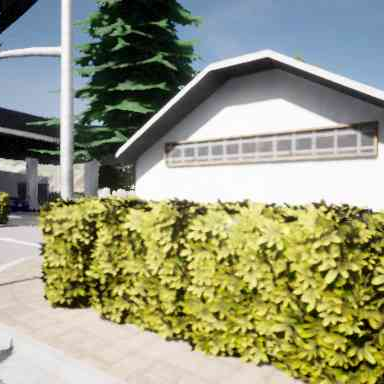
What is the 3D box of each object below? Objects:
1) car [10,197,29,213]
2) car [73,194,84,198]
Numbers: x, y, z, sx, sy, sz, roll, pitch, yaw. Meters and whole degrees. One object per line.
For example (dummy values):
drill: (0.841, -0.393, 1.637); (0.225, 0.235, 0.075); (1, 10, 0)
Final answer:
car: (-18.751, 1.334, 34.104); (4.611, 1.667, 2.242); (0, 0, 35)
car: (-11.944, 1.185, 36.235); (3.866, 1.878, 1.905); (0, 0, 35)
